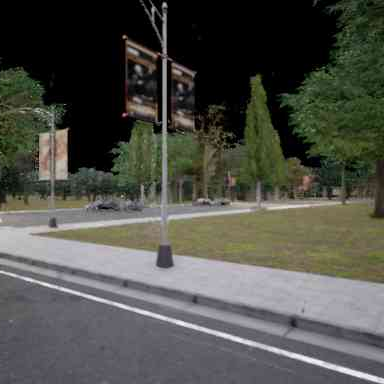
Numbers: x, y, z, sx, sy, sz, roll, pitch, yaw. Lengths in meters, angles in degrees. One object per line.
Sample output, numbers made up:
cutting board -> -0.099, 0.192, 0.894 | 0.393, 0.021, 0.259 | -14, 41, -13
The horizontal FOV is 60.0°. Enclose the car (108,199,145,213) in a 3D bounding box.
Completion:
car -> -7.646, 1.736, 40.429 | 1.994, 1.385, 4.181 | 0, 0, 35

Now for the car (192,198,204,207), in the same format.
car -> 1.851, 1.844, 59.499 | 1.812, 1.442, 4.674 | 0, -1, 35

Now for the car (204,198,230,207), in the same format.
car -> 4.815, 1.819, 58.055 | 2.128, 1.511, 4.902 | 0, -1, 35

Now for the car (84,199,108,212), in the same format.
car -> -11.063, 1.654, 41.218 | 2.128, 1.511, 4.902 | 0, 0, 35
